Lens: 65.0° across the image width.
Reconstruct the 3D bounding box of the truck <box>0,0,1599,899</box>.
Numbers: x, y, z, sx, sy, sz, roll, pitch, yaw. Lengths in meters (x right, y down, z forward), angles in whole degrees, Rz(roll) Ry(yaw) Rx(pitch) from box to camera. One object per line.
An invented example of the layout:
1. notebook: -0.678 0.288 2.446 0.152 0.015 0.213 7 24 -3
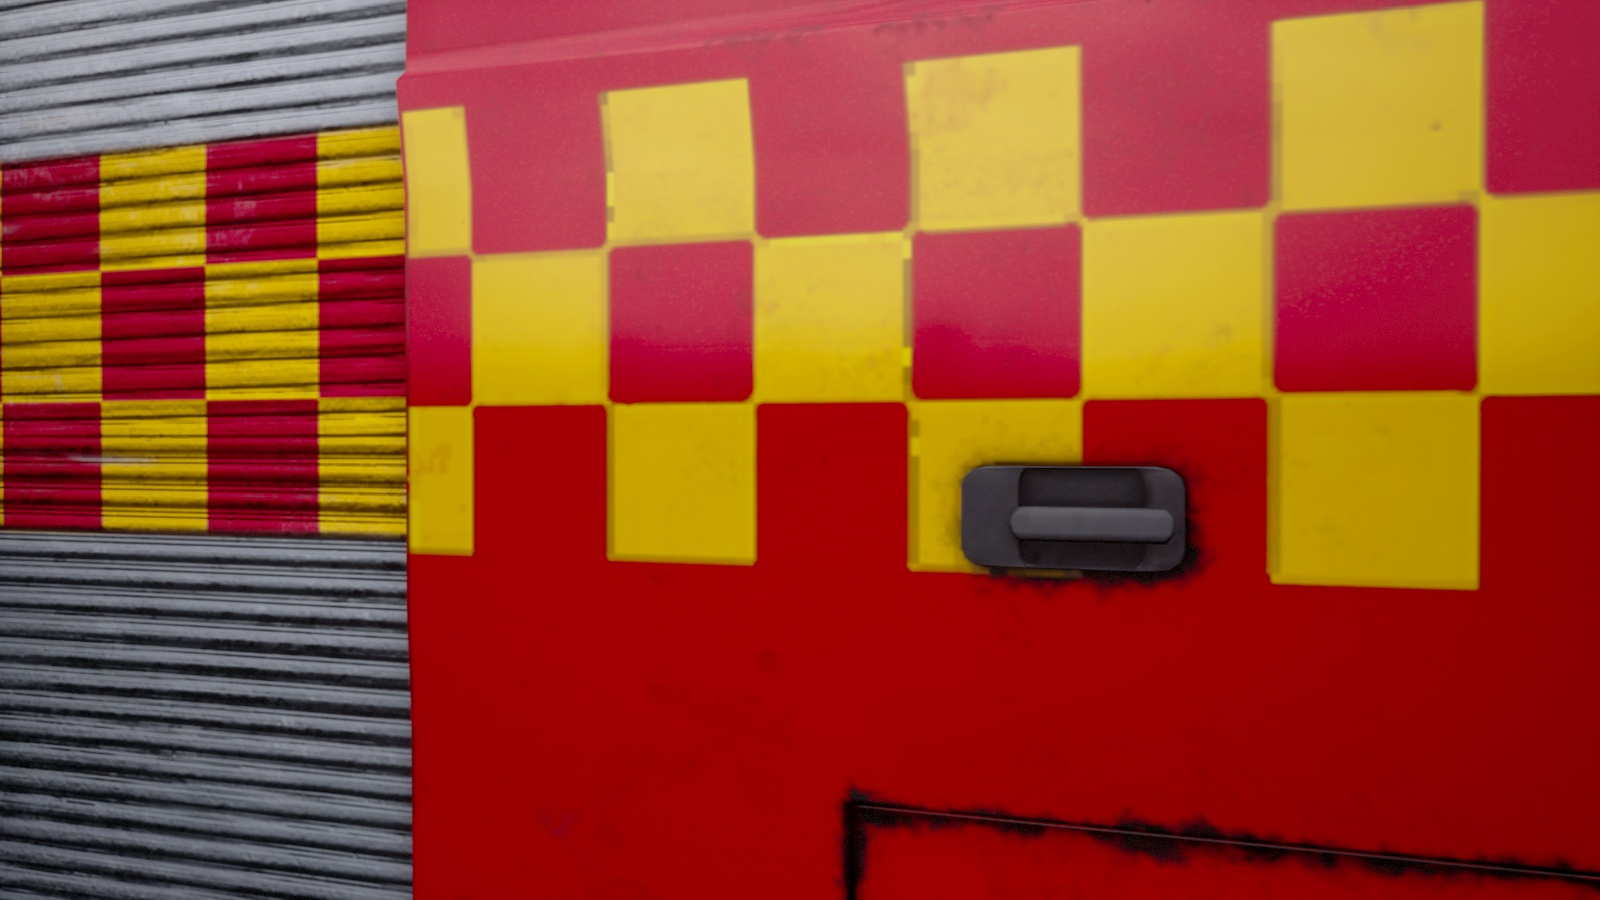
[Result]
1. truck: 0.826 -0.381 2.898 8.468 3.827 2.891 1 1 19
